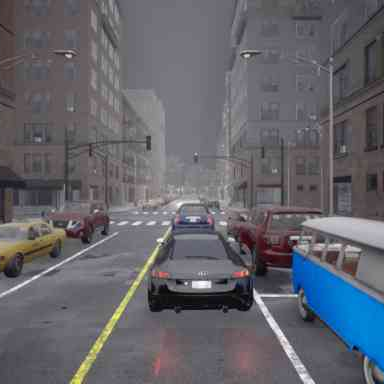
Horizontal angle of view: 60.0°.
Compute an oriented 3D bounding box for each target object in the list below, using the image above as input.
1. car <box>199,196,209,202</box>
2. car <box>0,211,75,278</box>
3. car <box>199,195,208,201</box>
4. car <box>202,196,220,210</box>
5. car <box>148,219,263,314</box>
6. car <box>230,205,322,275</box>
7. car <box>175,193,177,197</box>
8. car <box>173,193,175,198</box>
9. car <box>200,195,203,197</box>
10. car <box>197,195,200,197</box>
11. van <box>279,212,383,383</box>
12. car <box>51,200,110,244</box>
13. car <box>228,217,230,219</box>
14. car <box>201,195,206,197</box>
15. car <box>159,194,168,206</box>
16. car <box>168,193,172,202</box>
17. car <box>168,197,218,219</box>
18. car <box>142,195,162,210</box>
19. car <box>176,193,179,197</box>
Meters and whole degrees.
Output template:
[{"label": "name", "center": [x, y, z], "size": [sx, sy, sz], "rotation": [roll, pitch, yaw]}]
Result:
[{"label": "car", "center": [2.722, 1.548, 75.917], "size": [2.008, 1.369, 4.403], "rotation": [0, 0, 0]}, {"label": "car", "center": [-5.388, 1.525, 10.178], "size": [1.752, 1.417, 4.829], "rotation": [0, 0, 0]}, {"label": "car", "center": [2.728, 1.437, 81.399], "size": [1.967, 1.590, 4.097], "rotation": [0, 0, 0]}, {"label": "car", "center": [2.686, 1.547, 43.026], "size": [2.008, 1.369, 4.403], "rotation": [0, 0, 0]}, {"label": "car", "center": [0.107, 1.564, 7.732], "size": [1.994, 1.385, 4.181], "rotation": [0, 0, -2]}, {"label": "car", "center": [2.650, 1.314, 10.338], "size": [2.192, 1.841, 5.009], "rotation": [0, 0, 0]}, {"label": "car", "center": [-5.311, 1.563, 81.409], "size": [1.947, 1.339, 4.313], "rotation": [0, 0, 0]}, {"label": "car", "center": [-5.327, 1.437, 70.444], "size": [1.967, 1.590, 4.097], "rotation": [0, 0, 0]}, {"label": "car", "center": [2.698, 1.547, 53.989], "size": [2.008, 1.369, 4.403], "rotation": [0, 0, 0]}, {"label": "car", "center": [2.716, 1.548, 70.435], "size": [2.008, 1.369, 4.403], "rotation": [0, 0, 0]}, {"label": "van", "center": [2.643, 1.341, 4.659], "size": [1.690, 1.788, 3.998], "rotation": [0, 0, 0]}, {"label": "car", "center": [-5.382, 1.314, 16.027], "size": [2.192, 1.841, 5.009], "rotation": [0, 0, 0]}, {"label": "car", "center": [2.656, 1.581, 16.017], "size": [1.802, 1.307, 4.206], "rotation": [0, 0, 0]}, {"label": "car", "center": [2.692, 1.541, 48.507], "size": [1.887, 1.381, 4.507], "rotation": [0, 0, 0]}, {"label": "car", "center": [-5.352, 1.522, 53.828], "size": [1.752, 1.417, 4.829], "rotation": [0, 0, 0]}, {"label": "car", "center": [-5.343, 1.311, 59.480], "size": [2.192, 1.841, 5.009], "rotation": [0, 0, 0]}, {"label": "car", "center": [0.069, 1.350, 17.788], "size": [2.097, 1.767, 4.553], "rotation": [0, 0, 0]}, {"label": "car", "center": [-5.368, 1.521, 42.864], "size": [1.752, 1.417, 4.829], "rotation": [0, 0, 0]}, {"label": "car", "center": [-5.303, 1.312, 86.890], "size": [2.192, 1.841, 5.009], "rotation": [0, 0, 0]}]
